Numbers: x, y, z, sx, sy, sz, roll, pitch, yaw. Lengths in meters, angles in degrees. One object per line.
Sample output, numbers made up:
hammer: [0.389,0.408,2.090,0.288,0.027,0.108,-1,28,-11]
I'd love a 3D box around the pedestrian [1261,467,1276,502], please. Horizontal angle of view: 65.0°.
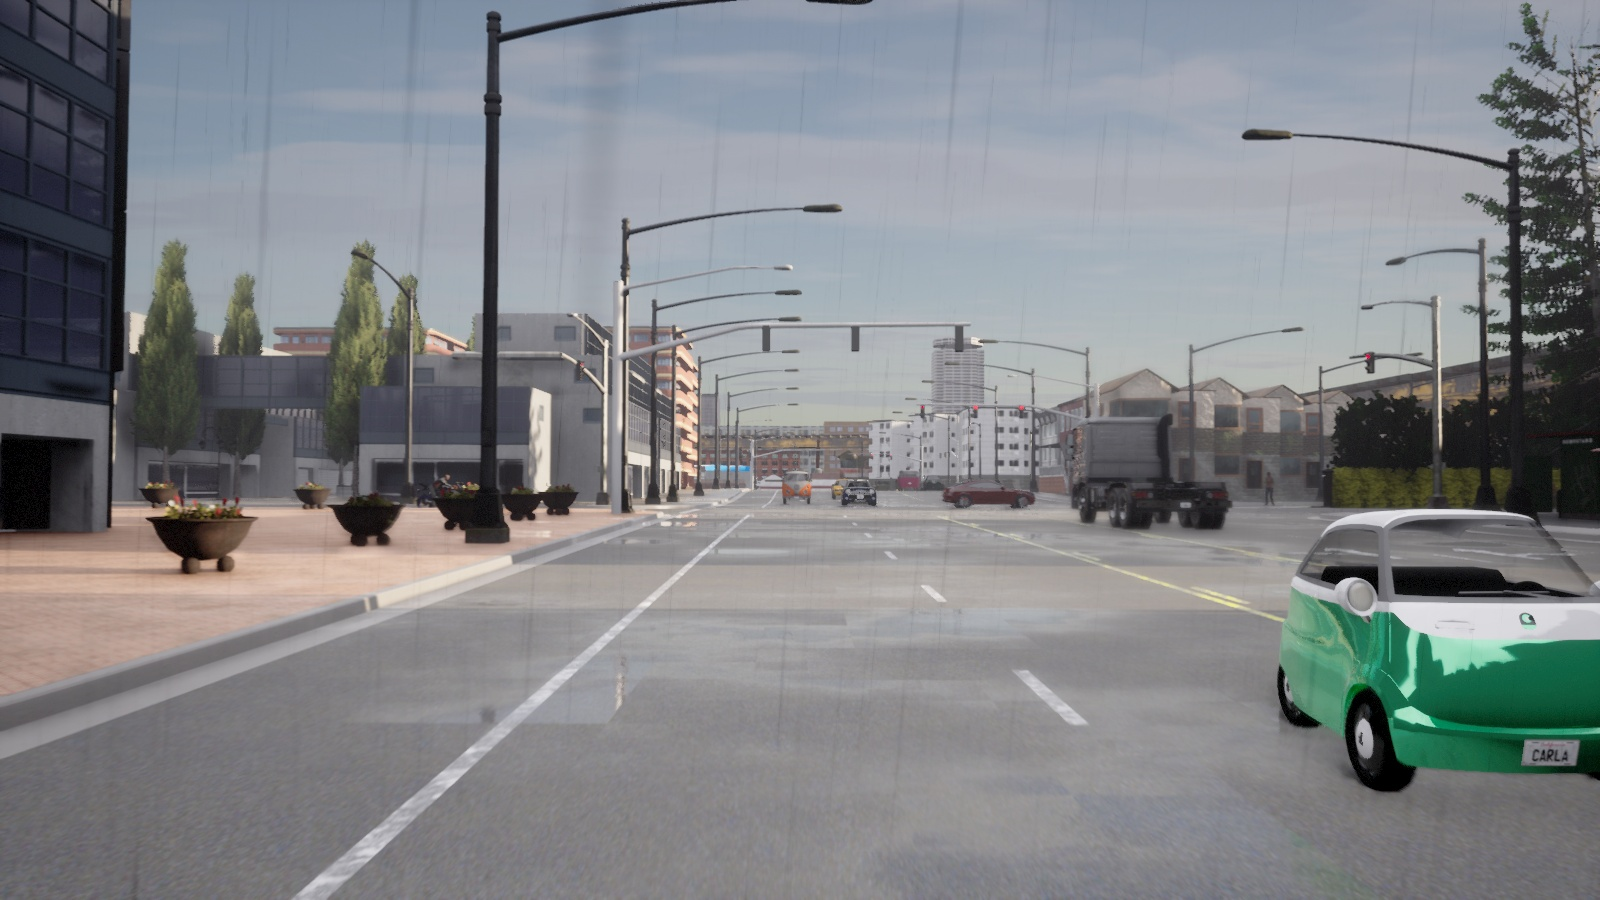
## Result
pedestrian: [24.238,1.776,64.919,0.869,1.805,0.328,1,-2,-42]

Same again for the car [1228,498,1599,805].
car: [3.484,0.973,6.916,1.481,1.376,2.207,0,-1,0]

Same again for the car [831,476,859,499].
car: [3.282,2.754,92.255,1.801,1.575,5.366,0,-1,0]

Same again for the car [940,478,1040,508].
car: [9.523,2.151,63.139,4.674,1.442,1.812,0,-1,-2]

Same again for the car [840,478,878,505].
car: [3.332,2.347,71.174,1.970,1.475,3.806,0,-1,0]

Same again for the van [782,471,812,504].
van: [-0.183,2.285,76.457,1.775,1.987,4.442,0,-2,0]

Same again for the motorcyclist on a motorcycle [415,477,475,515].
motorcyclist on a motorcycle: [-14.570,1.894,51.578,2.191,1.530,0.866,0,-2,0]

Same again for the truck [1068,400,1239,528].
truck: [10.405,0.461,37.972,2.891,3.462,7.936,0,-1,0]
